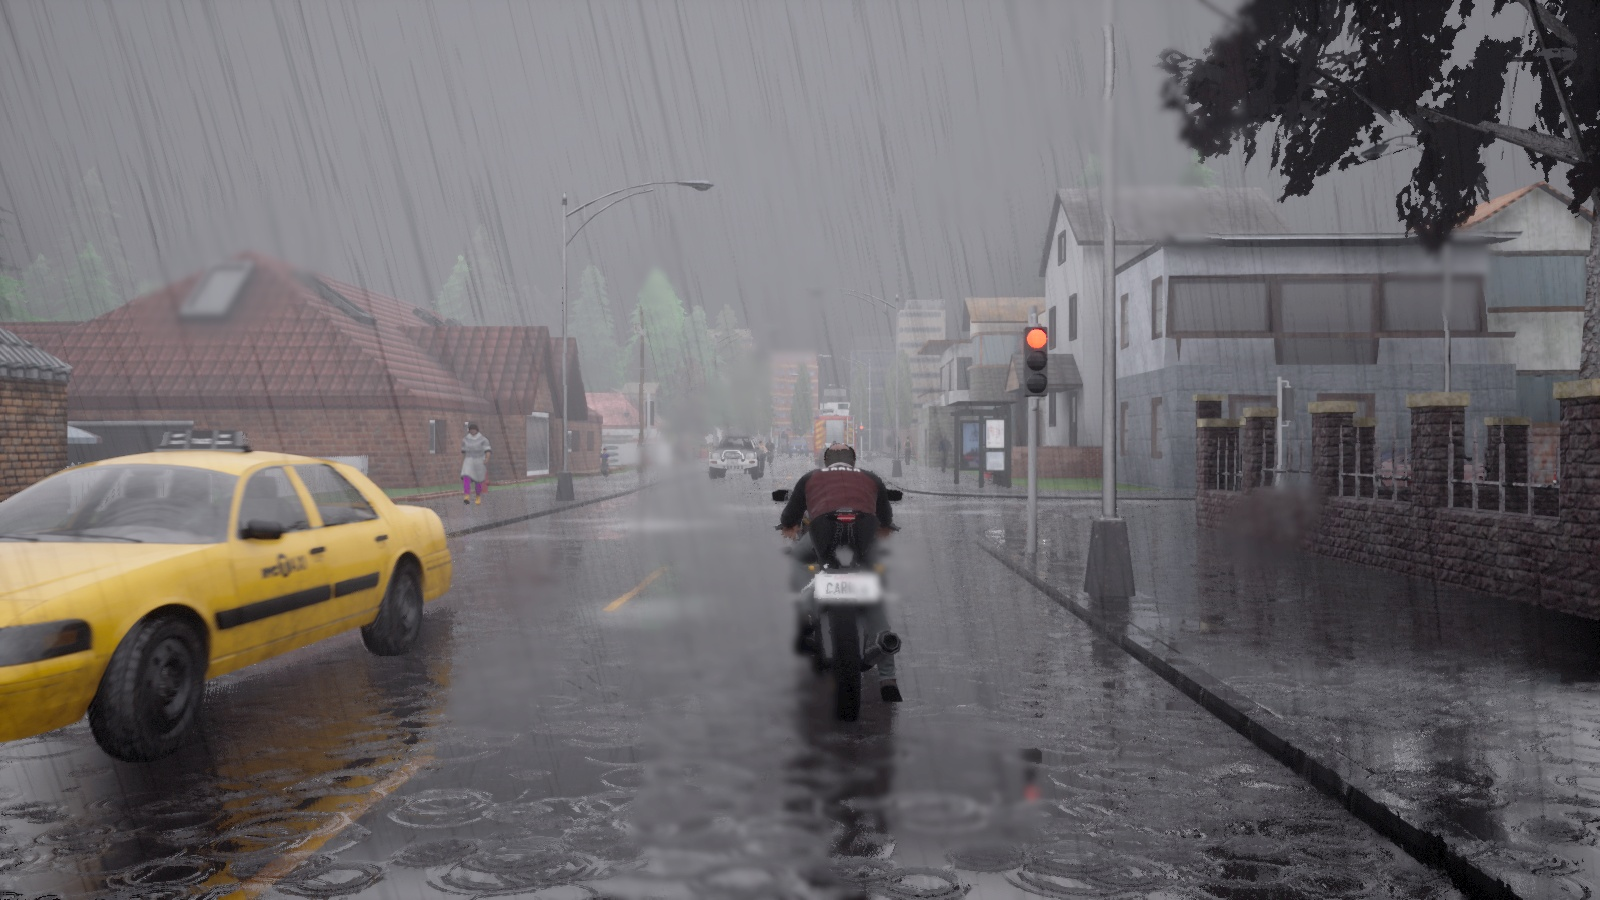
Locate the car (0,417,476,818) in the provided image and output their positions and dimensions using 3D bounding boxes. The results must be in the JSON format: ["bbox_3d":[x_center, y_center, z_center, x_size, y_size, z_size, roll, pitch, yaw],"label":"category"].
[{"bbox_3d":[-3.735,0.639,7.667,1.801,1.575,5.366,0,0,4],"label":"car"}]

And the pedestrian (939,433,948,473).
[{"bbox_3d":[6.694,0.132,58.422,0.402,1.842,0.726,0,0,6],"label":"pedestrian"}]

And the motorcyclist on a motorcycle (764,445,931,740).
[{"bbox_3d":[0.244,0.739,7.623,0.866,1.530,2.191,0,0,0],"label":"motorcyclist on a motorcycle"}]

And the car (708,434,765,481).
[{"bbox_3d":[-2.569,0.268,52.005,1.932,1.855,4.605,0,0,2],"label":"car"}]

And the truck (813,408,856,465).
[{"bbox_3d":[2.443,-0.918,88.847,2.891,3.827,8.468,0,0,1],"label":"truck"}]

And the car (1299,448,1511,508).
[{"bbox_3d":[14.604,0.650,30.494,4.181,1.385,1.994,0,0,1],"label":"car"}]

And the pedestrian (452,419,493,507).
[{"bbox_3d":[-7.332,0.284,28.143,0.659,1.952,0.873,0,0,1],"label":"pedestrian"}]

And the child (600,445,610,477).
[{"bbox_3d":[-7.927,0.442,51.062,0.270,1.263,0.437,0,0,16],"label":"child"}]

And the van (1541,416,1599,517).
[{"bbox_3d":[18.371,0.336,26.301,4.480,2.038,2.069,0,0,-1],"label":"van"}]
